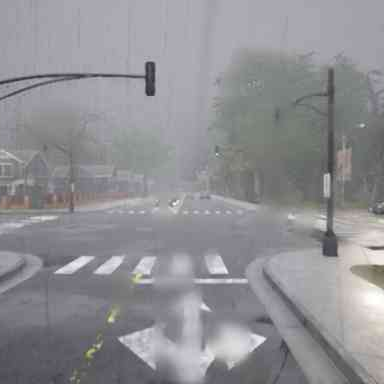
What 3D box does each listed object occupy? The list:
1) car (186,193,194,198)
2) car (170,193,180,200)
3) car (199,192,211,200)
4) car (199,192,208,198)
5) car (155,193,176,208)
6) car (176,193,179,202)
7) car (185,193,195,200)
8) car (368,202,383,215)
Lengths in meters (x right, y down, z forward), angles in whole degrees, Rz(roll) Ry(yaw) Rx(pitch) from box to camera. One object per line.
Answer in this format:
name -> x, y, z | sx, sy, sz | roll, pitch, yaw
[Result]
car -> -0.563, 0.824, 80.854 | 1.895, 1.301, 4.718 | 0, 0, -1
car -> -3.732, 0.972, 73.167 | 2.128, 1.511, 4.902 | 0, 0, -1
car -> 2.793, 0.822, 70.822 | 2.097, 1.767, 4.553 | 0, 0, -1
car -> 2.687, 0.768, 80.857 | 2.033, 1.411, 5.357 | 0, 0, -1
car -> -3.491, 1.036, 42.773 | 2.097, 1.767, 4.553 | 0, 0, 0
car -> -3.617, 1.076, 58.191 | 1.837, 1.490, 4.892 | 0, 0, 0
car -> -0.453, 1.009, 70.401 | 2.033, 1.411, 5.357 | 0, 0, -1
car -> 16.650, 1.182, 26.469 | 4.892, 1.490, 1.837 | 0, 1, 0
